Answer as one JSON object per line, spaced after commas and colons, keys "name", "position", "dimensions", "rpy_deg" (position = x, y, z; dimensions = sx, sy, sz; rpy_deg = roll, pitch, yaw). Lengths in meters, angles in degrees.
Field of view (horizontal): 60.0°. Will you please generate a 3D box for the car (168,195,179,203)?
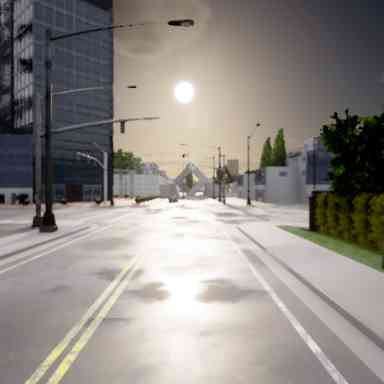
{"name": "car", "position": [-3.534, 1.336, 63.591], "dimensions": [2.033, 1.411, 5.357], "rpy_deg": [0, 0, 1]}
